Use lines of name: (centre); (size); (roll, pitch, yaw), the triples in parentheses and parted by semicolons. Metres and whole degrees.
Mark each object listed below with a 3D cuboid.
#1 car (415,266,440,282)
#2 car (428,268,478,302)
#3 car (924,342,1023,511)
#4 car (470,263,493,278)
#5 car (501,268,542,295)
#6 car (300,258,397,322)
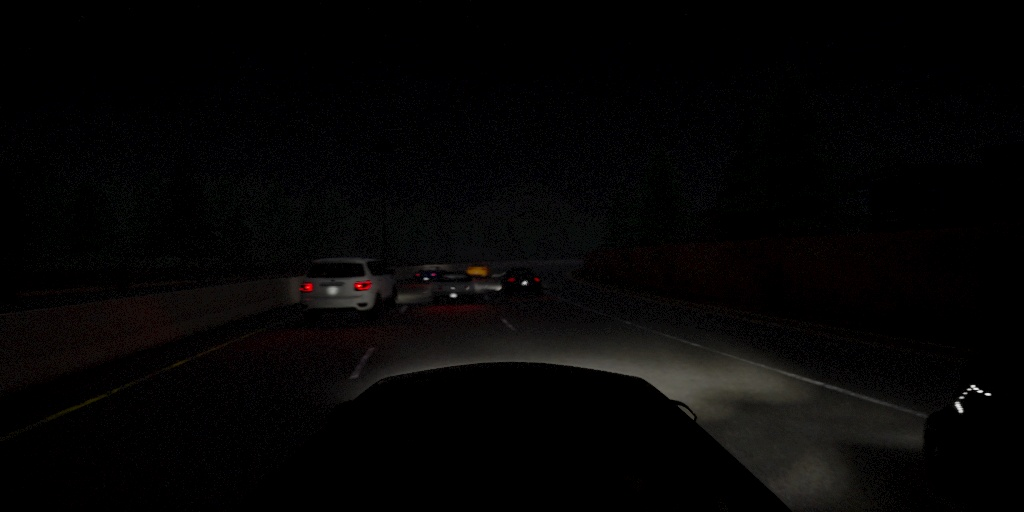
car: (-6.898, 1.553, 31.177); (1.895, 1.301, 4.718); (-1, 0, 1)
car: (-2.844, 1.451, 17.977); (1.895, 1.301, 4.718); (-1, 0, -7)
car: (4.645, 0.911, 0.341); (2.150, 2.045, 5.566); (-1, 0, -19)
car: (-3.117, 1.403, 35.832); (1.882, 1.535, 5.008); (-1, 0, 4)
car: (0.453, 1.385, 20.609); (1.994, 1.385, 4.181); (-1, 0, -6)
car: (-5.694, 1.086, 13.145); (2.150, 2.045, 5.566); (-1, 0, -9)
